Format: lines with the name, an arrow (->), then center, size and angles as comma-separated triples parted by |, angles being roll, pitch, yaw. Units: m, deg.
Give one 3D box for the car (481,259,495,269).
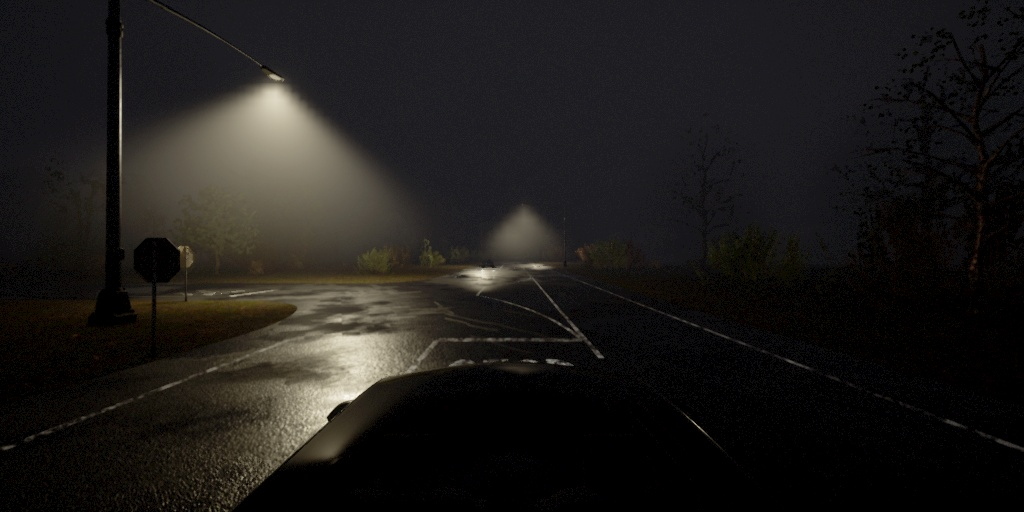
car -> -3.500, 1.177, 52.834 | 1.812, 1.442, 4.674 | 0, 0, 0
